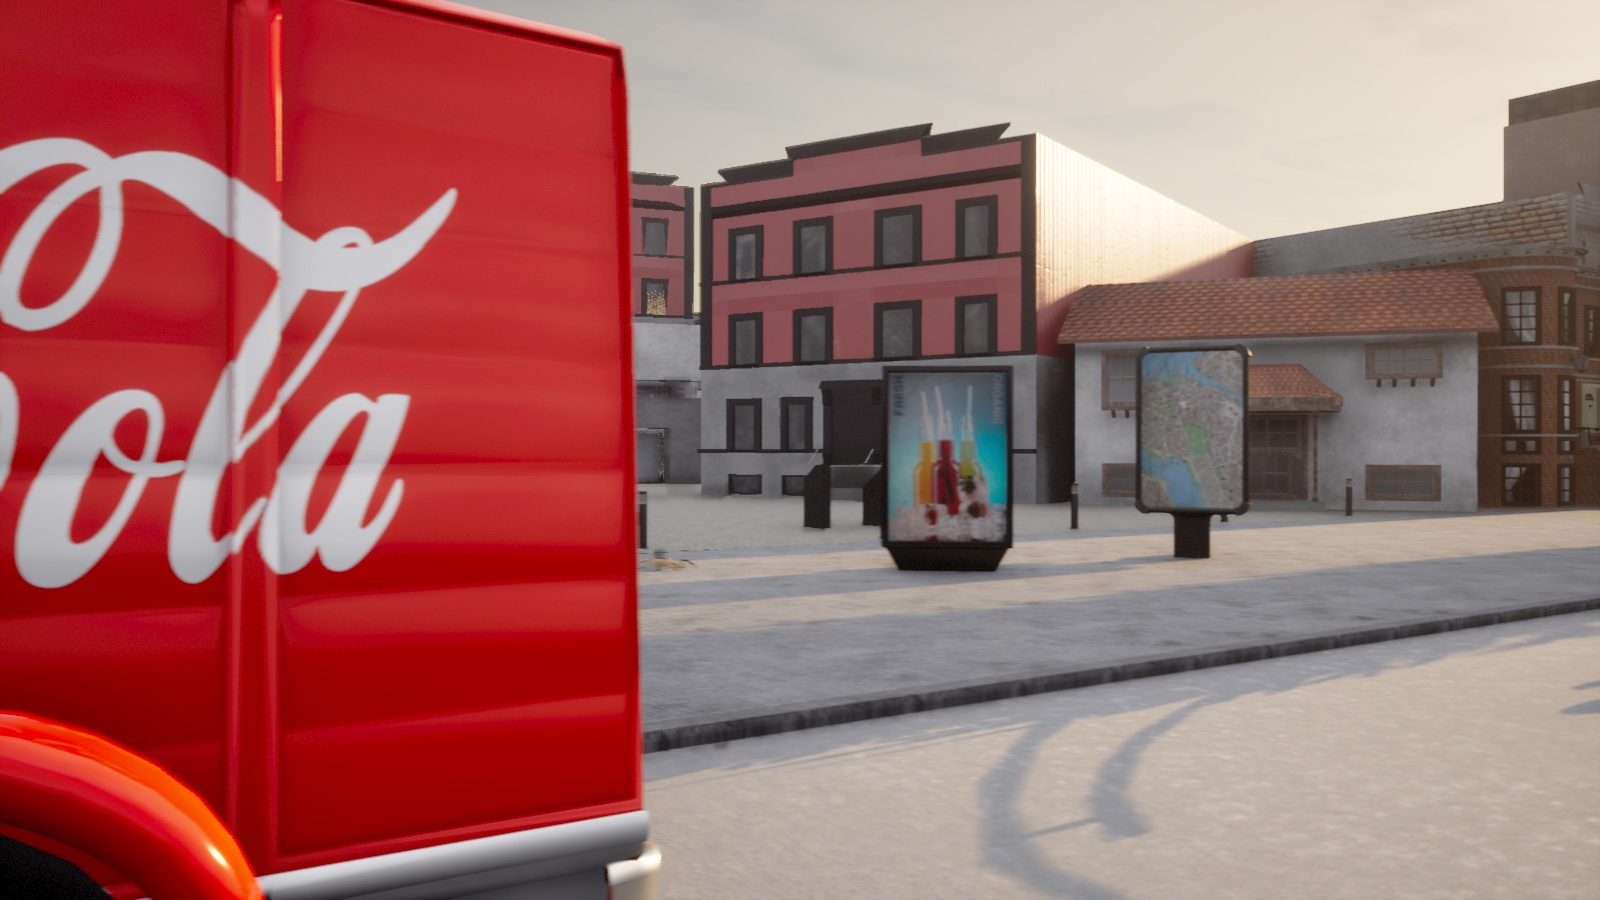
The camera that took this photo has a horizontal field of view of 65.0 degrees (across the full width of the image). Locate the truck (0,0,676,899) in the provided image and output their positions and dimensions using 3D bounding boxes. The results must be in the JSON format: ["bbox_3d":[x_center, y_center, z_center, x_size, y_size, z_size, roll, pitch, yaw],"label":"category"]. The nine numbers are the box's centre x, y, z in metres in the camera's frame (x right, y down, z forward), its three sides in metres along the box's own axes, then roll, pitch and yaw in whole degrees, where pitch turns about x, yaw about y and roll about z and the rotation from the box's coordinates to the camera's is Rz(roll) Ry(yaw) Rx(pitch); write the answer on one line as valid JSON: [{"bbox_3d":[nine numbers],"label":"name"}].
[{"bbox_3d":[-3.134,0.270,2.087,5.204,2.467,2.627,0,0,-35],"label":"truck"}]
